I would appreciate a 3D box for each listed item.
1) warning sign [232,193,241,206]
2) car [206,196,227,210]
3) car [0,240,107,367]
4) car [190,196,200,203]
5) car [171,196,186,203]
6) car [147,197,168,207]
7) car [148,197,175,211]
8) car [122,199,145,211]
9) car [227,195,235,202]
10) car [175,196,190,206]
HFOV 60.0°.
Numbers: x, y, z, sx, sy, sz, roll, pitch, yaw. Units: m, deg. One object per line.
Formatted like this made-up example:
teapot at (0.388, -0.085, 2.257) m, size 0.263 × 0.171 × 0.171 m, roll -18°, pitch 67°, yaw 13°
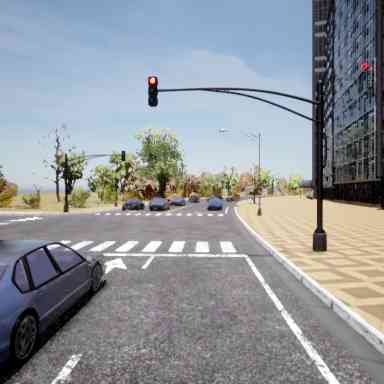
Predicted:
warning sign at (6.466, 1.122, 48.263) m, size 1.300 × 1.860 × 1.060 m, roll 0°, pitch 0°, yaw 8°
car at (3.141, 1.551, 44.096) m, size 2.033 × 1.411 × 5.357 m, roll 0°, pitch 0°, yaw 7°
car at (-3.036, 1.547, 5.722) m, size 2.033 × 1.411 × 5.357 m, roll 0°, pitch 0°, yaw 1°
car at (0.422, 1.513, 68.563) m, size 1.837 × 1.490 × 4.892 m, roll 0°, pitch 0°, yaw 11°
car at (-2.760, 1.555, 69.197) m, size 2.033 × 1.411 × 5.357 m, roll 0°, pitch 0°, yaw 11°
car at (-5.530, 1.549, 53.686) m, size 2.033 × 1.411 × 5.357 m, roll 0°, pitch 0°, yaw 8°
car at (-3.923, 1.547, 41.486) m, size 2.033 × 1.411 × 5.357 m, roll 0°, pitch 0°, yaw 7°
car at (-7.210, 1.563, 41.211) m, size 1.994 × 1.385 × 4.181 m, roll 0°, pitch 0°, yaw 7°
car at (9.342, 1.545, 79.197) m, size 2.128 × 1.511 × 4.902 m, roll 0°, pitch 0°, yaw 14°
car at (-2.233, 1.551, 53.681) m, size 2.033 × 1.411 × 5.357 m, roll 0°, pitch 0°, yaw 9°
